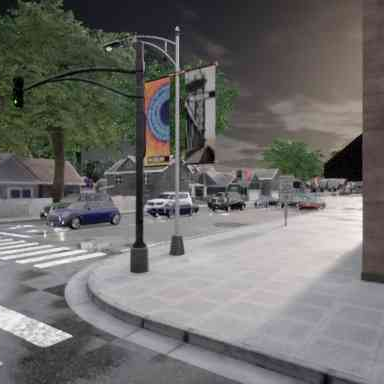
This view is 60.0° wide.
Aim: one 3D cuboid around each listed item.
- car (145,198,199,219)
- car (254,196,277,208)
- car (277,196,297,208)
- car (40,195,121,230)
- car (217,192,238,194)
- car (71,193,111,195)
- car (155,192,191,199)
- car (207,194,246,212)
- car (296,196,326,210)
[{"bbox_3d":[-1.463,1.461,28.114,1.895,1.301,4.718,0,0,36],"label":"car"},{"bbox_3d":[9.788,1.247,43.778,2.128,1.511,4.902,0,0,36],"label":"car"},{"bbox_3d":[12.971,1.258,42.357,1.837,1.490,4.892,0,0,36],"label":"car"},{"bbox_3d":[-6.689,1.262,20.797,2.097,1.767,4.553,0,0,35],"label":"car"},{"bbox_3d":[4.083,1.003,41.412,2.150,2.045,5.566,0,0,35],"label":"car"},{"bbox_3d":[-8.167,1.119,24.373,2.150,2.045,5.566,0,0,34],"label":"car"},{"bbox_3d":[-2.174,1.061,32.683,2.150,2.045,5.566,0,0,35],"label":"car"},{"bbox_3d":[3.989,1.286,35.715,1.882,1.535,5.008,0,0,35],"label":"car"},{"bbox_3d":[13.852,1.335,38.004,1.994,1.385,4.181,0,0,36],"label":"car"}]
